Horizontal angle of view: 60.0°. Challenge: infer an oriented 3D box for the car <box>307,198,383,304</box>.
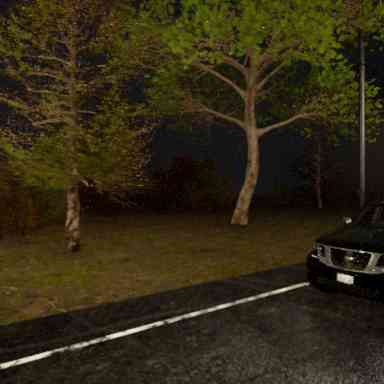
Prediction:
[{"bbox_3d":[5.006,1.155,7.523,5.566,2.045,2.150,-1,1,-35],"label":"car"}]
